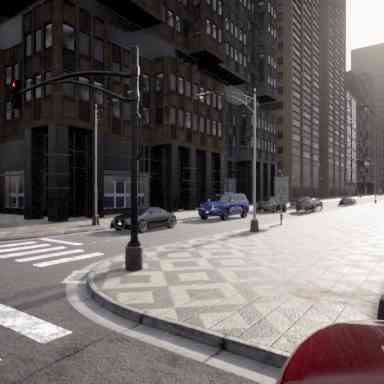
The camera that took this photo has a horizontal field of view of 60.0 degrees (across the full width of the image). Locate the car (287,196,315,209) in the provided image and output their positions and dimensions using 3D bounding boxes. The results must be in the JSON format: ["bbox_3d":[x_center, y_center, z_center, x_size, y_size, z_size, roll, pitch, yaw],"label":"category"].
[{"bbox_3d":[14.352,1.385,43.675,2.128,1.511,4.902,0,0,35],"label":"car"}]

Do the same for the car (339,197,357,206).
[{"bbox_3d":[25.011,1.427,53.296,1.994,1.385,4.181,0,0,35],"label":"car"}]

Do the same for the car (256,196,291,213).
[{"bbox_3d":[8.370,1.270,35.269,2.097,1.767,4.553,0,0,35],"label":"car"}]

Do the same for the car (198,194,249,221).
[{"bbox_3d":[2.735,1.161,27.312,2.150,2.045,5.566,0,0,35],"label":"car"}]

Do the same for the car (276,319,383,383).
[{"bbox_3d":[2.681,1.315,1.048,5.009,1.841,2.192,0,0,35],"label":"car"}]

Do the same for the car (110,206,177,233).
[{"bbox_3d":[-2.749,1.524,19.546,1.994,1.385,4.181,0,0,35],"label":"car"}]

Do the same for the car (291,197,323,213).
[{"bbox_3d":[12.735,1.407,35.917,2.128,1.511,4.902,0,0,35],"label":"car"}]
